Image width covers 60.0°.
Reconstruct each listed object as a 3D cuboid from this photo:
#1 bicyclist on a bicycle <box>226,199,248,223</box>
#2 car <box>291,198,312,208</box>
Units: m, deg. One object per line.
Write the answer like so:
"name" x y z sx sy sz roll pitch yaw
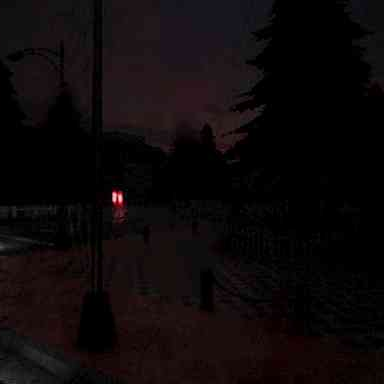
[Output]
"bicyclist on a bicycle" 2.880 1.273 21.438 1.656 1.620 0.582 0 0 35
"car" 15.128 1.426 45.804 1.882 1.535 5.008 0 1 34
